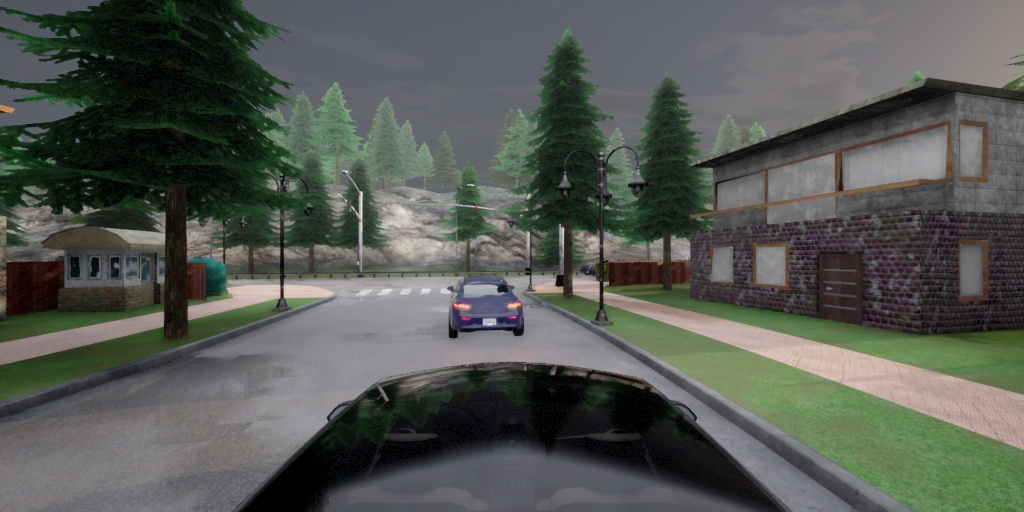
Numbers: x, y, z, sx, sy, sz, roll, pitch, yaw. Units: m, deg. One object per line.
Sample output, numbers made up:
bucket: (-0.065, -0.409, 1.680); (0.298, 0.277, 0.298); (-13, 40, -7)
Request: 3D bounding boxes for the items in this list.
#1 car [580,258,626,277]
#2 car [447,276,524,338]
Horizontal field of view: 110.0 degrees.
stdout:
car: (8.496, 0.945, 32.604); (4.553, 1.767, 2.097); (0, 0, -12)
car: (-0.836, 1.276, 10.119); (1.812, 1.442, 4.674); (0, 0, -9)
